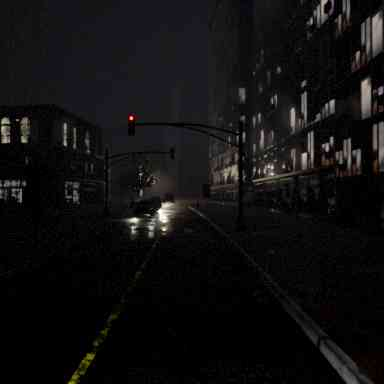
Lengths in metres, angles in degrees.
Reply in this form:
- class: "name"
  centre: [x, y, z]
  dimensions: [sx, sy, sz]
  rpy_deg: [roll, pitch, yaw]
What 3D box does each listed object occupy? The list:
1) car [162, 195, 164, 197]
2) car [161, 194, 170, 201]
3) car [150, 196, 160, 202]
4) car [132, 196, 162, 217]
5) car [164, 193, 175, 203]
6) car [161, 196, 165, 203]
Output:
- class: "car"
  centre: [-6.328, 1.489, 58.159]
  dimensions: [1.837, 1.490, 4.892]
  rpy_deg: [0, 0, -7]
- class: "car"
  centre: [-6.415, 1.333, 79.403]
  dimensions: [1.812, 1.442, 4.674]
  rpy_deg: [0, 0, -10]
- class: "car"
  centre: [-8.094, 1.512, 72.253]
  dimensions: [1.994, 1.385, 4.181]
  rpy_deg: [0, 0, -8]
- class: "car"
  centre: [-4.380, 1.472, 31.984]
  dimensions: [1.882, 1.535, 5.008]
  rpy_deg: [0, 0, 3]
- class: "car"
  centre: [-4.867, 1.205, 69.136]
  dimensions: [2.150, 2.045, 5.566]
  rpy_deg: [0, 0, -8]
- class: "car"
  centre: [-4.892, 1.591, 44.171]
  dimensions: [1.895, 1.301, 4.718]
  rpy_deg: [0, 0, -5]
